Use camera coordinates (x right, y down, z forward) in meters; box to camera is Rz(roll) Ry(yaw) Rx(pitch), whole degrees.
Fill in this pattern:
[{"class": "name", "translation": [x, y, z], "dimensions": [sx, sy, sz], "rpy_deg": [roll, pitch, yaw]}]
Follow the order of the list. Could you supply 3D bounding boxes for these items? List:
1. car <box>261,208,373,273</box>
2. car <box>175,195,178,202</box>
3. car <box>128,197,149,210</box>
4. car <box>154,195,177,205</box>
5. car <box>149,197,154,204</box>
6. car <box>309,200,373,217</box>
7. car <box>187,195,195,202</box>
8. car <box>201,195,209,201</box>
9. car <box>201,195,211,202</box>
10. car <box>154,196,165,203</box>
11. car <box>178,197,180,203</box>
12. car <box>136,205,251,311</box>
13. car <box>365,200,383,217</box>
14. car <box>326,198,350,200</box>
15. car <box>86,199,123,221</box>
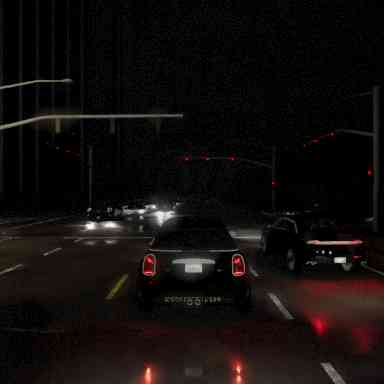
[{"class": "car", "translation": [3.599, 1.492, 10.741], "dimensions": [2.128, 1.511, 4.902], "rpy_deg": [0, 0, -3]}, {"class": "car", "translation": [-3.692, 1.503, 53.555], "dimensions": [1.837, 1.490, 4.892], "rpy_deg": [0, 1, 0]}, {"class": "car", "translation": [-7.182, 1.526, 43.736], "dimensions": [1.812, 1.442, 4.674], "rpy_deg": [0, 0, 0]}, {"class": "car", "translation": [-3.290, 1.503, 40.687], "dimensions": [2.128, 1.511, 4.902], "rpy_deg": [0, 0, -6]}, {"class": "car", "translation": [-7.193, 1.601, 58.000], "dimensions": [1.895, 1.301, 4.718], "rpy_deg": [0, 0, 0]}, {"class": "car", "translation": [11.774, 1.603, 27.195], "dimensions": [5.357, 1.411, 2.033], "rpy_deg": [0, 0, -2]}, {"class": "car", "translation": [-0.147, 1.478, 77.845], "dimensions": [1.882, 1.535, 5.008], "rpy_deg": [0, 0, 0]}, {"class": "car", "translation": [3.334, 1.478, 87.928], "dimensions": [1.882, 1.535, 5.008], "rpy_deg": [0, 0, 0]}, {"class": "car", "translation": [3.353, 1.500, 77.829], "dimensions": [1.837, 1.490, 4.892], "rpy_deg": [0, 0, 0]}, {"class": "car", "translation": [-7.138, 1.594, 73.029], "dimensions": [1.895, 1.301, 4.718], "rpy_deg": [0, 0, 0]}, {"class": "car", "translation": [-3.632, 1.355, 68.830], "dimensions": [2.097, 1.767, 4.553], "rpy_deg": [0, 0, 0]}, {"class": "car", "translation": [0.042, 1.352, 7.931], "dimensions": [2.097, 1.767, 4.553], "rpy_deg": [0, 0, 0]}, {"class": "car", "translation": [19.117, 1.560, 31.129], "dimensions": [4.892, 1.490, 1.837], "rpy_deg": [0, 0, 0]}, {"class": "car", "translation": [14.606, 1.407, 34.682], "dimensions": [4.553, 1.767, 2.097], "rpy_deg": [0, 0, 2]}, {"class": "car", "translation": [-7.153, 1.382, 27.603], "dimensions": [2.097, 1.767, 4.553], "rpy_deg": [0, 0, 0]}]
